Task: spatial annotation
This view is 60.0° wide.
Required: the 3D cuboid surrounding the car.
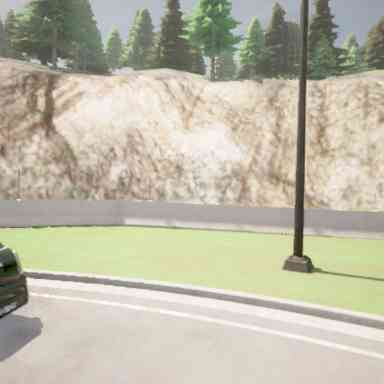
[{"bbox_3d":[-4.893,1.134,4.821,4.553,1.767,2.097,1,2,10],"label":"car"}]
